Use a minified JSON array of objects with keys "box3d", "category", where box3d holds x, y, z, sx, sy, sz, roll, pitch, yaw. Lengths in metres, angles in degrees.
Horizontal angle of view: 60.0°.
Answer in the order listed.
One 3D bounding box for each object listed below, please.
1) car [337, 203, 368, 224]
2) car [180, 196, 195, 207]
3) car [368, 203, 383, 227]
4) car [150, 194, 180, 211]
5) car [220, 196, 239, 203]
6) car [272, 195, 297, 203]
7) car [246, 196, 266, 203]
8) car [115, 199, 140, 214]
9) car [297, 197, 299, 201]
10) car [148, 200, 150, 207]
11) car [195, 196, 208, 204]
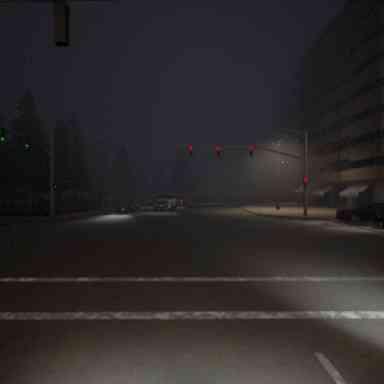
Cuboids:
[{"box3d":[13.350,1.530,24.577,5.008,1.535,1.882,0,0,3],"category":"car"},{"box3d":[-1.649,1.347,51.155,2.097,1.767,4.553,0,0,17],"category":"car"},{"box3d":[13.936,1.405,20.707,4.553,1.767,2.097,0,0,-3],"category":"car"},{"box3d":[-3.220,1.216,40.756,2.150,2.045,5.566,0,0,6],"category":"car"},{"box3d":[7.666,1.484,67.929,2.128,1.511,4.902,0,0,41],"category":"car"},{"box3d":[18.627,1.587,68.121,4.718,1.301,1.895,0,0,-33],"category":"car"},{"box3d":[13.229,1.470,68.446,5.008,1.535,1.882,0,0,-41],"category":"car"},{"box3d":[-6.871,1.486,35.807,2.128,1.511,4.902,0,0,2],"category":"car"},{"box3d":[22.032,1.516,73.961,4.902,1.511,2.128,0,0,-22],"category":"car"},{"box3d":[-5.089,1.346,51.736,2.097,1.767,4.553,0,0,17],"category":"car"},{"box3d":[1.461,1.518,65.776,1.812,1.442,4.674,0,0,35],"category":"car"}]
